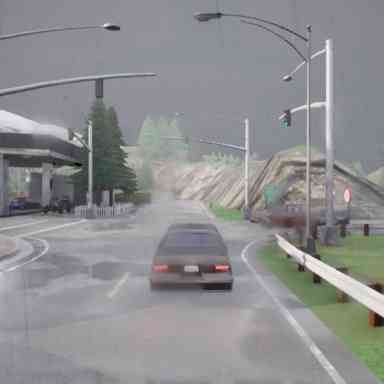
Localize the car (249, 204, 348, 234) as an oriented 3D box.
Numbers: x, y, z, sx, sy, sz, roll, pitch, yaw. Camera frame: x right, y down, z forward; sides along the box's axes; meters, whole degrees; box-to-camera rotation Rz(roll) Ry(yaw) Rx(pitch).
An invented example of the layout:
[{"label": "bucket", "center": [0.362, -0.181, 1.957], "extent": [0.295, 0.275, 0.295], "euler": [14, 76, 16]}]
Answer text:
[{"label": "car", "center": [5.648, 1.367, 18.072], "extent": [2.033, 1.411, 5.357], "euler": [-1, 0, -41]}]

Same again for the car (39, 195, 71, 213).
[{"label": "car", "center": [-14.546, 1.307, 36.097], "extent": [1.905, 1.878, 3.866], "euler": [0, 0, -1]}]

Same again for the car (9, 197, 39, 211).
[{"label": "car", "center": [-20.255, 1.473, 40.372], "extent": [2.242, 1.667, 4.611], "euler": [0, 0, -1]}]

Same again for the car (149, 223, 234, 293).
[{"label": "car", "center": [0.012, 1.546, 9.007], "extent": [2.033, 1.411, 5.357], "euler": [0, 0, 1]}]
